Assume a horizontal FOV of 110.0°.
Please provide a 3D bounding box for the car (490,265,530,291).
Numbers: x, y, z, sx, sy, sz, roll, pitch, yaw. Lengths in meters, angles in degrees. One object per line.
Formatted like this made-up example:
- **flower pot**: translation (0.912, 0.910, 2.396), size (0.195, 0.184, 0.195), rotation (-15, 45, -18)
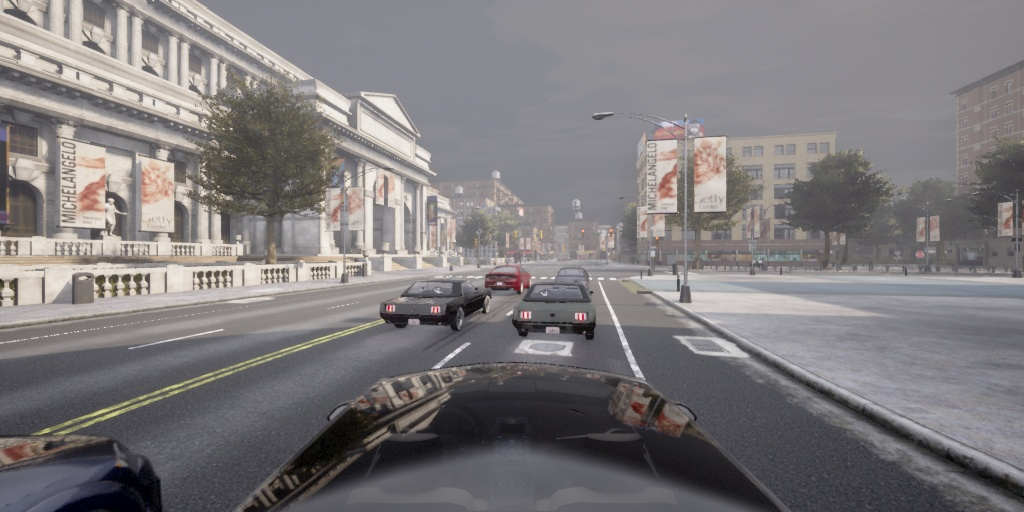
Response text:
- **car**: translation (-0.114, 1.228, 20.251), size (1.882, 1.535, 5.008), rotation (0, 0, 12)

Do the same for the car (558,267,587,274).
- **car**: translation (3.279, 1.297, 19.436), size (2.033, 1.411, 5.357), rotation (0, 0, 12)

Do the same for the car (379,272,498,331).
- **car**: translation (-2.009, 1.351, 11.102), size (1.895, 1.301, 4.718), rotation (0, 0, 11)

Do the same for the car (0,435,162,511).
- **car**: translation (-3.176, 1.314, 0.494), size (1.994, 1.385, 4.181), rotation (0, 0, -1)

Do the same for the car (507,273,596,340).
- **car**: translation (1.335, 1.351, 10.088), size (1.895, 1.301, 4.718), rotation (0, 0, 11)
